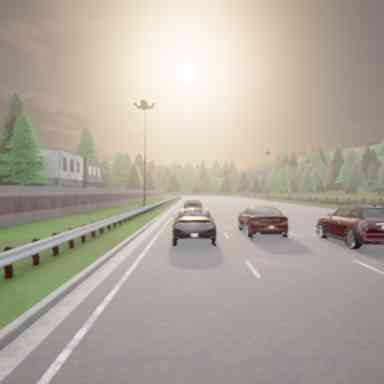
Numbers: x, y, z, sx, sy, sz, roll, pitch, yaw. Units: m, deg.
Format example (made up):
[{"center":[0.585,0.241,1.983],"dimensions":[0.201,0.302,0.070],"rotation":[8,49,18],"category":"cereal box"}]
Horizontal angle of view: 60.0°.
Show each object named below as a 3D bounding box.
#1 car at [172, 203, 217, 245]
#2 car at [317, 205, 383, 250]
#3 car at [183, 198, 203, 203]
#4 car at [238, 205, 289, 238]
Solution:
[{"center":[0.098,1.456,15.304],"dimensions":[2.128,1.511,4.902],"rotation":[0,0,0],"category":"car"},{"center":[7.099,1.319,14.318],"dimensions":[2.097,1.767,4.553],"rotation":[0,0,0],"category":"car"},{"center":[0.098,1.427,33.693],"dimensions":[1.837,1.490,4.892],"rotation":[0,0,0],"category":"car"},{"center":[3.601,1.437,17.502],"dimensions":[1.882,1.535,5.008],"rotation":[0,0,0],"category":"car"}]
